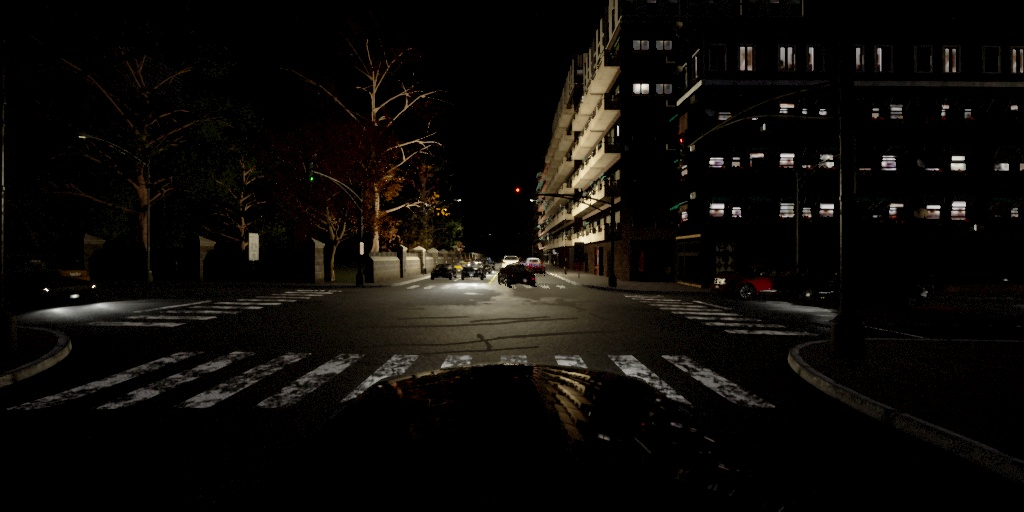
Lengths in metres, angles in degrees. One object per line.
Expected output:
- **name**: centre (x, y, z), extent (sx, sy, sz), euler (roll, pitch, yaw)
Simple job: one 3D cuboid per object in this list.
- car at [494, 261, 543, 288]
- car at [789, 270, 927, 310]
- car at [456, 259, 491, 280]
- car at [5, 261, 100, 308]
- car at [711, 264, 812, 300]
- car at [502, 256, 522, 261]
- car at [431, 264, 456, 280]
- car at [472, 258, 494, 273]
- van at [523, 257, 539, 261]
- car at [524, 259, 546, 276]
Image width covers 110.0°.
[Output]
- **car**: centre (0.288, 1.284, 23.724), extent (1.812, 1.442, 4.674), euler (-1, 0, -13)
- **car**: centre (15.978, 1.580, 16.448), extent (4.892, 1.490, 1.837), euler (1, 0, -1)
- **car**: centre (-3.250, 1.255, 31.066), extent (2.128, 1.511, 4.902), euler (0, 0, 0)
- **car**: centre (-18.225, 0.996, 12.736), extent (5.357, 1.411, 2.033), euler (1, 0, -1)
- **car**: centre (13.359, 1.353, 18.998), extent (5.009, 1.841, 2.192), euler (0, 0, -1)
- **car**: centre (-0.142, 1.001, 46.406), extent (2.150, 2.045, 5.566), euler (0, 0, 0)
- **car**: centre (-5.847, 1.329, 31.235), extent (1.948, 1.339, 4.313), euler (0, 0, 0)
- **car**: centre (-3.307, 1.278, 41.364), extent (1.837, 1.490, 4.892), euler (0, 0, 0)
- **van**: centre (2.472, 1.115, 42.541), extent (1.690, 1.789, 3.998), euler (0, 0, 0)
- **car**: centre (2.503, 1.314, 36.910), extent (1.888, 1.381, 4.507), euler (0, 0, 0)
